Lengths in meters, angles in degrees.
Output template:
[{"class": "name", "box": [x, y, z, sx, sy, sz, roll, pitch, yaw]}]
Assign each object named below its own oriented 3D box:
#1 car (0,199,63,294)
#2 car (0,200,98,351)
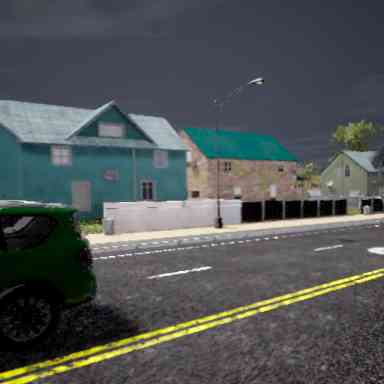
[{"class": "car", "box": [-6.044, 1.221, 7.355, 5.566, 2.045, 2.150, 0, 0, -35]}, {"class": "car", "box": [-4.194, 1.221, 4.683, 5.566, 2.045, 2.150, 0, 0, -35]}]
